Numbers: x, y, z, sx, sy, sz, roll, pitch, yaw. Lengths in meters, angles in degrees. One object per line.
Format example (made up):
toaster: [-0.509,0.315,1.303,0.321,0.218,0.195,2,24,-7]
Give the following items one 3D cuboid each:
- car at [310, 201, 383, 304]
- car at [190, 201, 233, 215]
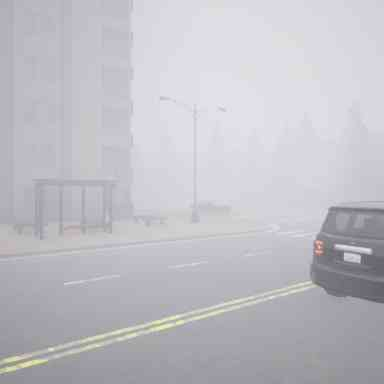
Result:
car: [4.922,1.221,7.267,5.566,2.045,2.150,0,0,-36]
car: [1.903,1.544,33.329,1.895,1.301,4.718,0,0,-36]
